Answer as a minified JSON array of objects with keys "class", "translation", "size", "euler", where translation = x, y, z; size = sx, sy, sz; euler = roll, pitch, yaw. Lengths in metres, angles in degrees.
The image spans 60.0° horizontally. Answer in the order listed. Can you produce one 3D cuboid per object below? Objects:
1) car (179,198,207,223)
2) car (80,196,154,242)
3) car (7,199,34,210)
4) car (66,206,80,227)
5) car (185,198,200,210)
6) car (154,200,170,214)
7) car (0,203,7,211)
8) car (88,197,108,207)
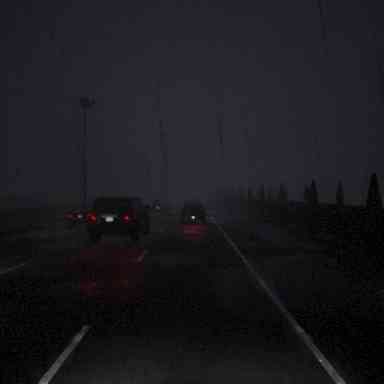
[{"class":"car","translation":[0.090,1.504,25.687],"size":[1.837,1.490,4.892],"euler":[0,0,0]},{"class":"car","translation":[-3.407,1.220,16.403],"size":[2.150,2.045,5.566],"euler":[0,0,0]},{"class":"car","translation":[-21.082,1.562,40.490],"size":[1.994,1.385,4.181],"euler":[0,0,0]},{"class":"car","translation":[-6.908,1.546,22.990],"size":[2.033,1.411,5.357],"euler":[0,0,0]},{"class":"car","translation":[0.063,1.523,42.951],"size":[1.812,1.442,4.674],"euler":[0,0,0]},{"class":"car","translation":[-3.414,1.562,35.463],"size":[1.994,1.385,4.181],"euler":[0,0,0]},{"class":"car","translation":[-17.600,1.524,27.270],"size":[1.812,1.442,4.674],"euler":[0,0,0]},{"class":"car","translation":[-14.123,1.523,50.314],"size":[1.812,1.442,4.674],"euler":[0,0,-1]}]
